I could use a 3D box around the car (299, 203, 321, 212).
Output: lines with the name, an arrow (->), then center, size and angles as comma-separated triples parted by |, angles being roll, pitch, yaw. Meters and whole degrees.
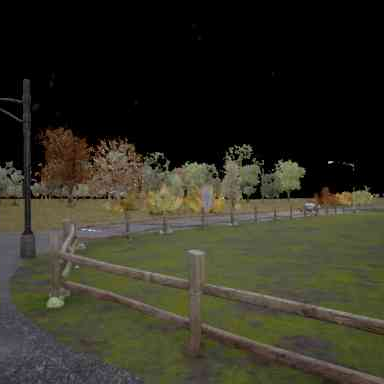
car -> 18.874, 2.448, 52.974 | 2.033, 1.411, 5.357 | -1, -2, 40
